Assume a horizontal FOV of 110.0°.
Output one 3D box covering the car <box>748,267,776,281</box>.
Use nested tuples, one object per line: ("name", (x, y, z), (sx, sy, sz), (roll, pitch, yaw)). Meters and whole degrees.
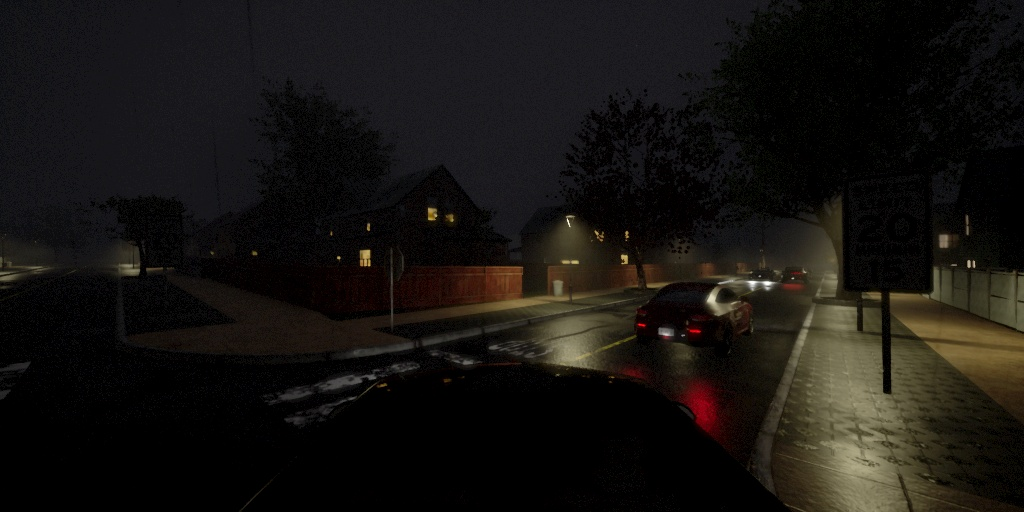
("car", (25.875, 1.854, 37.008), (1.994, 1.385, 4.181), (-1, -1, 42))

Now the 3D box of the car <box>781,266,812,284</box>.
("car", (26.163, 1.730, 33.094), (1.837, 1.490, 4.892), (-1, -1, 42))

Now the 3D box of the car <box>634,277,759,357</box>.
("car", (4.587, 1.366, 8.837), (1.812, 1.442, 4.674), (-1, -1, 42))
